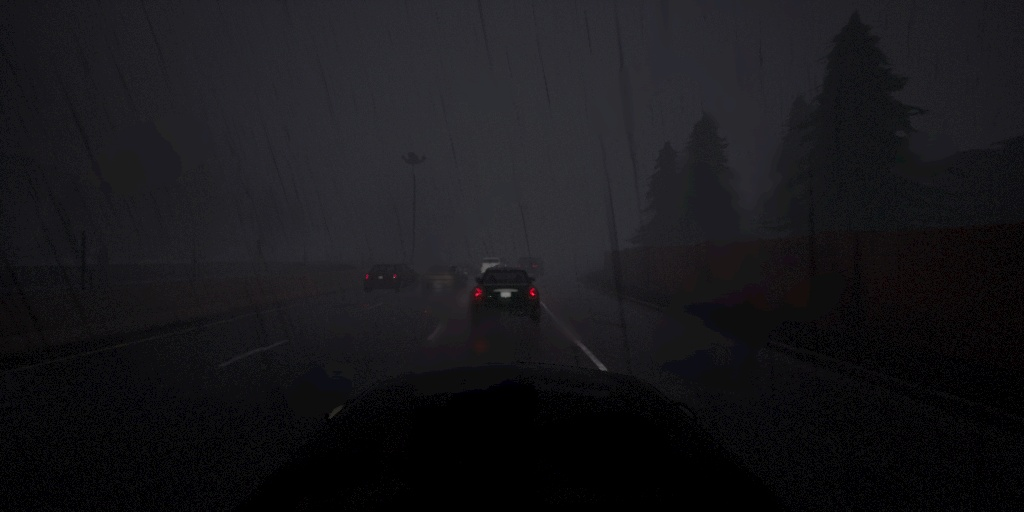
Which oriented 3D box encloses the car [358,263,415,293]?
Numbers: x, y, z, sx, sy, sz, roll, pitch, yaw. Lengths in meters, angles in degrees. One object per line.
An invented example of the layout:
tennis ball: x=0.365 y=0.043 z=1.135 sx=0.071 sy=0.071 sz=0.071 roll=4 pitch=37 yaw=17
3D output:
car: x=-7.148 y=1.209 z=21.892 sx=2.097 sy=1.767 sz=4.553 roll=0 pitch=0 yaw=3

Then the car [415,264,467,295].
car: x=-3.709 y=1.334 z=20.746 sx=2.128 sy=1.511 sz=4.902 roll=0 pitch=0 yaw=1

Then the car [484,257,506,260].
car: x=-1.586 y=1.134 z=37.748 sx=2.150 sy=2.045 sz=5.566 roll=0 pitch=0 yaw=12

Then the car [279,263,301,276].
car: x=-17.141 y=1.468 z=31.326 sx=2.033 sy=1.411 sz=5.357 roll=0 pitch=0 yaw=7

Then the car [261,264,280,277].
car: x=-20.415 y=1.426 z=32.572 sx=2.128 sy=1.511 sz=4.902 roll=0 pitch=0 yaw=8

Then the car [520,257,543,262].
car: x=2.002 y=1.126 z=37.840 sx=2.150 sy=2.045 sz=5.566 roll=0 pitch=0 yaw=13

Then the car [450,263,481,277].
car: x=-4.950 y=1.488 z=38.475 sx=1.994 sy=1.385 sz=4.181 roll=0 pitch=0 yaw=12

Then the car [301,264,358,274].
car: x=-13.907 y=1.377 z=28.356 sx=1.882 sy=1.535 sz=5.008 roll=0 pitch=0 yaw=6

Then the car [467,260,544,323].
car: x=-0.227 y=1.150 z=12.535 sx=2.097 sy=1.767 sz=4.553 roll=0 pitch=0 yaw=-1
